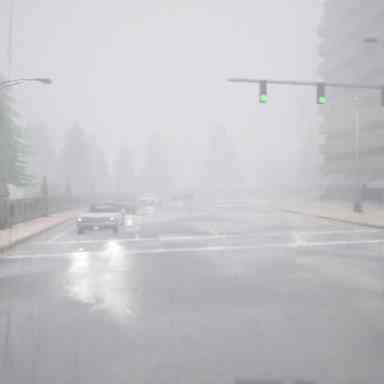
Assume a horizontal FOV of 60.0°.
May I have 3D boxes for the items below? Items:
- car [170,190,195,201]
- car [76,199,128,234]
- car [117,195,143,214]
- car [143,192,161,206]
[{"bbox_3d":[-1.302,0.490,47.660,1.882,1.535,5.008,0,2,27],"label":"car"},{"bbox_3d":[-4.626,1.274,17.274,1.895,1.301,4.718,-1,1,-7],"label":"car"},{"bbox_3d":[-5.471,1.045,27.199,1.994,1.385,4.181,-1,1,-2],"label":"car"},{"bbox_3d":[-4.762,0.794,37.169,1.812,1.442,4.674,0,1,12],"label":"car"}]
